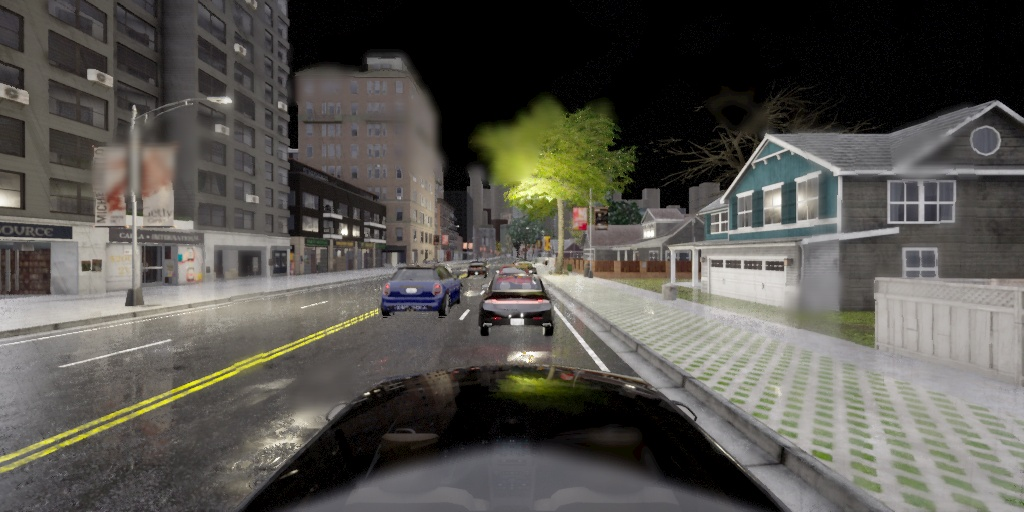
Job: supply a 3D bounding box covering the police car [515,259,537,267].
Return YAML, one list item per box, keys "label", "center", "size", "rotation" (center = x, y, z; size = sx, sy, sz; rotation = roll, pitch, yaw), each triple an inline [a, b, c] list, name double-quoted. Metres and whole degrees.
- label: "police car"
  center: [1.012, 1.162, 29.586]
  size: [1.930, 1.638, 5.238]
  rotation: [0, 0, 0]

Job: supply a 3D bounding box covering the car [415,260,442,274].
- label: "car"
  center: [-9.797, 1.270, 42.589]
  size: [2.033, 1.411, 5.357]
  rotation: [0, 0, 0]

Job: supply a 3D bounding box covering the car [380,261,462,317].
- label: "car"
  center: [-3.134, 1.101, 13.300]
  size: [2.097, 1.767, 4.553]
  rotation: [0, 0, 0]

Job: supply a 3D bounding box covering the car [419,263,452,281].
- label: "car"
  center: [-6.560, 1.336, 31.257]
  size: [1.895, 1.301, 4.718]
  rotation: [0, 0, 0]

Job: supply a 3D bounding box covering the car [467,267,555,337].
- label: "car"
  center: [0.114, 1.241, 10.353]
  size: [2.128, 1.511, 4.902]
  rotation: [0, 0, 0]

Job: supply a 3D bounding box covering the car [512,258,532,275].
- label: "car"
  center: [1.025, 1.077, 39.446]
  size: [2.097, 1.767, 4.553]
  rotation: [0, 0, 0]

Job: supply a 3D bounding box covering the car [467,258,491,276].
- label: "car"
  center: [-3.106, 1.237, 33.752]
  size: [1.837, 1.490, 4.892]
  rotation: [0, 0, 0]

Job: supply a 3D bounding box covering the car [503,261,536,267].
- label: "car"
  center: [0.125, 1.223, 19.857]
  size: [1.882, 1.535, 5.008]
  rotation: [0, 0, 0]
